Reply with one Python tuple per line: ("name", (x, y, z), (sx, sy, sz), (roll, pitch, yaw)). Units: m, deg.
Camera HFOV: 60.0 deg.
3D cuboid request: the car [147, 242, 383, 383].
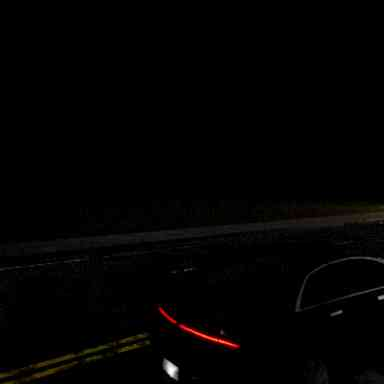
("car", (1.757, 1.479, 4.696), (4.892, 1.490, 1.837), (0, 0, -36))
